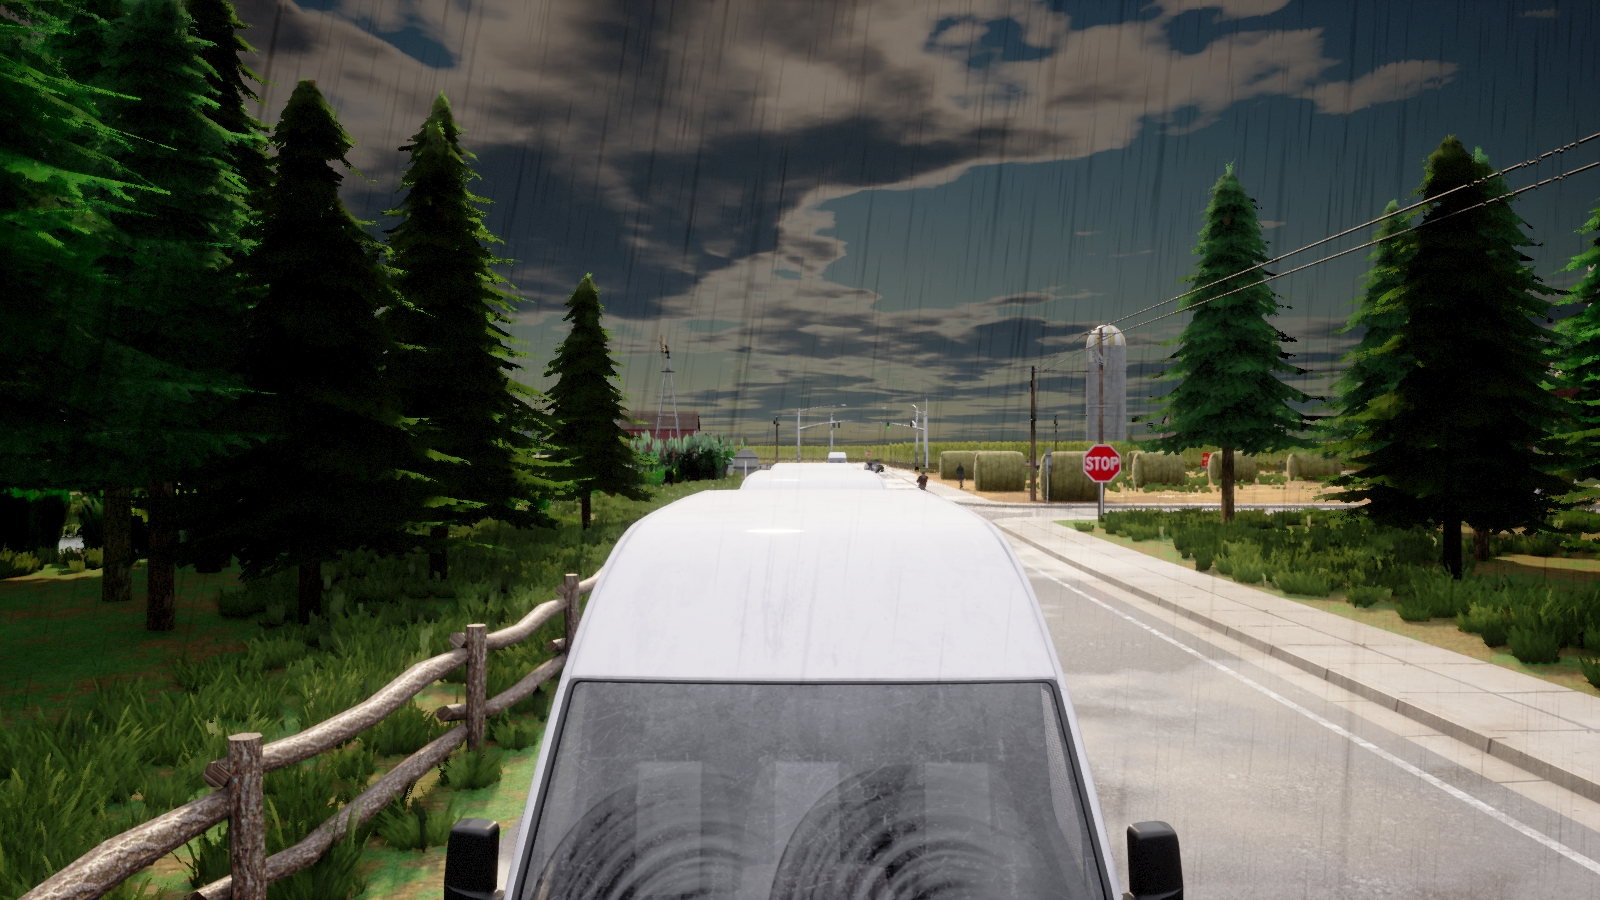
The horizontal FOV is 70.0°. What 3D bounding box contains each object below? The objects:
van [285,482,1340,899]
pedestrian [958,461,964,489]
[{"bbox_3d":[0.056,1.508,5.110,1.988,2.561,5.915,0,0,1],"label":"van"},{"bbox_3d":[10.781,1.660,76.591,0.375,1.860,0.375,0,0,0],"label":"pedestrian"}]
